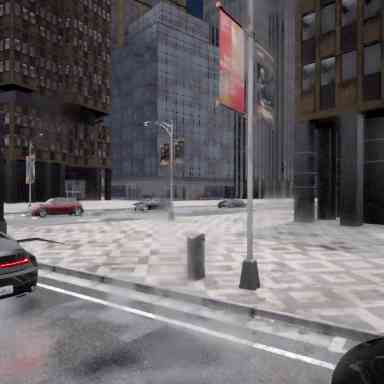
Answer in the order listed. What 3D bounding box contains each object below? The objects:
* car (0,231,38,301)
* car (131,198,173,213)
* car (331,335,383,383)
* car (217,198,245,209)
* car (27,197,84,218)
[{"bbox_3d":[-5.331,1.504,7.253,4.892,1.490,1.837,0,0,34],"label":"car"},{"bbox_3d":[-4.313,1.439,36.521,4.902,1.511,2.128,0,0,-41],"label":"car"},{"bbox_3d":[3.223,1.478,1.356,5.008,1.535,1.882,0,0,36],"label":"car"},{"bbox_3d":[5.313,1.523,44.950,4.181,1.385,1.994,0,0,-41],"label":"car"},{"bbox_3d":[-12.123,1.294,29.662,4.553,1.767,2.097,0,0,-41],"label":"car"}]
